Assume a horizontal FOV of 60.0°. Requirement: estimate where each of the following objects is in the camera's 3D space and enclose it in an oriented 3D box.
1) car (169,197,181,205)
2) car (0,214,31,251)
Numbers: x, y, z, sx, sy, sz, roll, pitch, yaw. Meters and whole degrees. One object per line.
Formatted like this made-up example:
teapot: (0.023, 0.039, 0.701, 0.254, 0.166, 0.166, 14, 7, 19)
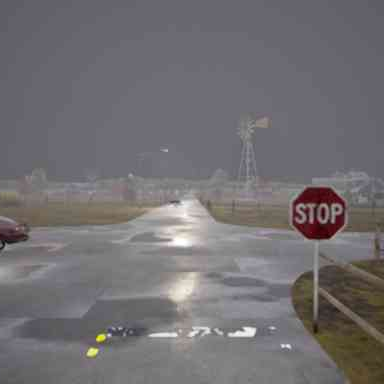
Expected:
car: (-2.909, 1.596, 58.111, 1.895, 1.301, 4.718, 0, 0, 0)
car: (-8.709, 1.478, 12.628, 4.674, 1.442, 1.812, 1, 1, -19)
